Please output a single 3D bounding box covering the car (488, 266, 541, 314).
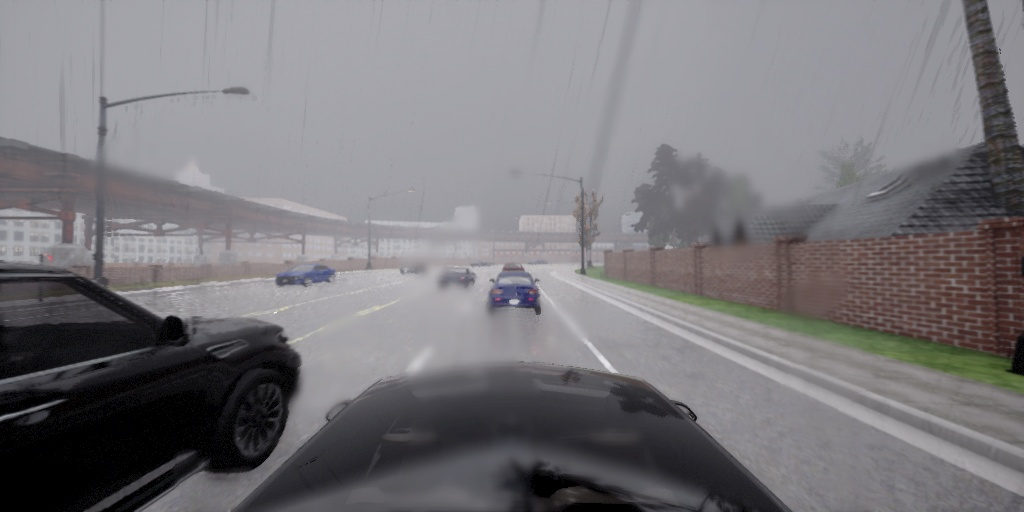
[{"bbox_3d":[0.098,1.300,13.823,1.812,1.442,4.674,0,0,0],"label":"car"}]

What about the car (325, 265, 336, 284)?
[{"bbox_3d":[-14.088,1.265,24.775,1.882,1.535,5.008,0,0,0],"label":"car"}]

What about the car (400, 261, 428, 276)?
[{"bbox_3d":[-10.366,1.294,38.243,2.128,1.511,4.902,0,0,3],"label":"car"}]

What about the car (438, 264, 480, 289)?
[{"bbox_3d":[-3.406,1.386,23.108,1.895,1.301,4.718,0,0,0],"label":"car"}]

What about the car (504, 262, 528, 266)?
[{"bbox_3d":[0.104,1.272,30.800,1.882,1.535,5.008,0,0,0],"label":"car"}]

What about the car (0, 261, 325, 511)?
[{"bbox_3d":[-3.422,0.971,1.663,2.150,2.045,5.566,0,0,0],"label":"car"}]
